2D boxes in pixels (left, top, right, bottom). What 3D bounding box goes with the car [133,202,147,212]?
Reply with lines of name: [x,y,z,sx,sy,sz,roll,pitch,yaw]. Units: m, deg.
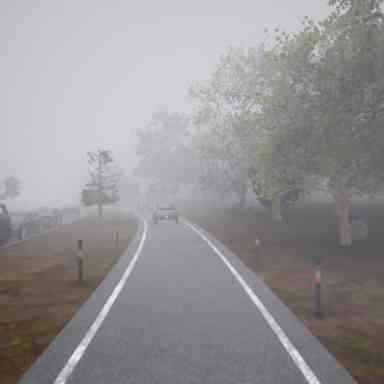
car: [-6.298,1.871,42.533,1.895,1.301,4.718,-1,0,-18]

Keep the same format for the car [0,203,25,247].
car: [-9.340,1.462,13.465,2.435,2.045,5.566,2,-1,-6]

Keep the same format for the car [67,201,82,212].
car: [-18.200,2.246,51.640,2.097,1.535,5.008,0,-1,-20]

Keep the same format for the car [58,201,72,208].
car: [-27.725,2.616,72.445,2.002,1.452,4.674,1,-1,-30]

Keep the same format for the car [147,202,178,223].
car: [-2.211,1.594,26.270,2.128,1.511,4.902,0,0,-9]

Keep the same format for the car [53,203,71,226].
car: [-10.853,1.849,24.574,2.231,1.521,4.892,2,-1,-9]

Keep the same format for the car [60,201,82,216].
car: [-14.465,2.052,40.201,2.097,1.535,5.008,0,-1,-16]

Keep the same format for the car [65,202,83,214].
car: [-16.299,2.146,46.256,2.231,1.521,4.892,0,-1,-17]

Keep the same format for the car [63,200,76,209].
car: [-24.767,2.465,67.062,2.097,1.535,5.008,-2,0,-24]

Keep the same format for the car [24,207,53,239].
car: [-10.005,1.781,19.048,2.231,1.521,4.892,2,-1,-8]
